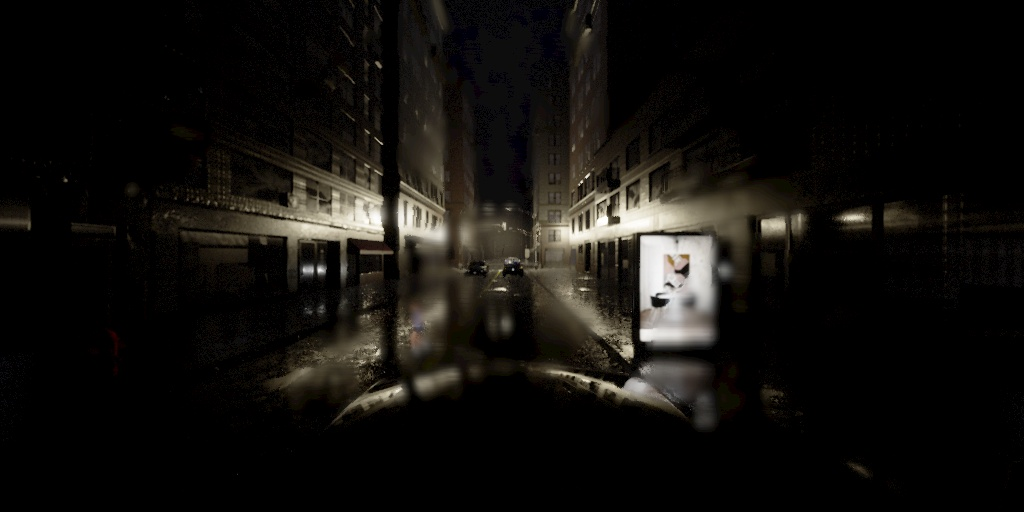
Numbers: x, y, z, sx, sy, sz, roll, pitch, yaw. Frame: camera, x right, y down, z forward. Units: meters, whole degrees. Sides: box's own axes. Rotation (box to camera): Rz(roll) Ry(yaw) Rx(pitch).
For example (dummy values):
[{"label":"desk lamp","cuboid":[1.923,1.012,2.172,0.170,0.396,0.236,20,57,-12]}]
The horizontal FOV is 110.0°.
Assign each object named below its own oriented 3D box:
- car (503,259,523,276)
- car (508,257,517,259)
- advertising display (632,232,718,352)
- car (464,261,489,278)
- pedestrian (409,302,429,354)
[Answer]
[{"label":"car","cuboid":[0.094,1.221,35.233,1.994,1.385,4.181,0,0,0]},{"label":"car","cuboid":[0.084,0.962,49.760,2.097,1.767,4.553,0,0,0]},{"label":"advertising display","cuboid":[3.135,0.763,6.941,1.540,2.440,0.280,0,0,0]},{"label":"car","cuboid":[-3.088,1.175,32.229,1.837,1.490,4.892,0,0,0]},{"label":"pedestrian","cuboid":[-1.860,1.412,7.300,0.500,1.100,0.500,0,0,-10]}]
